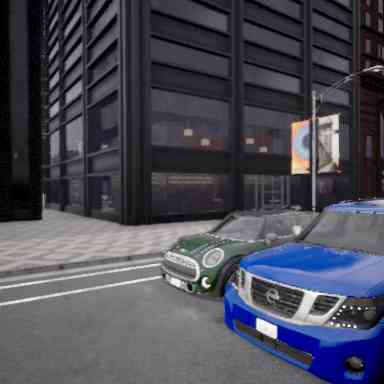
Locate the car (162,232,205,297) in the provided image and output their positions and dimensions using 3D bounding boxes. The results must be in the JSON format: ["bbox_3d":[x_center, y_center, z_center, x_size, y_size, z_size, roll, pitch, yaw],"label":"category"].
[{"bbox_3d":[1.519,1.258,8.153,4.553,1.767,2.097,0,1,-34],"label":"car"}]

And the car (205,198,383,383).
[{"bbox_3d":[3.122,1.152,5.314,5.566,2.045,2.150,-1,1,-34],"label":"car"}]
